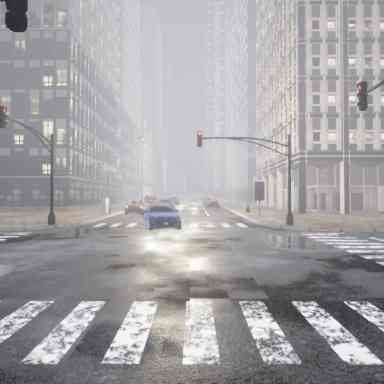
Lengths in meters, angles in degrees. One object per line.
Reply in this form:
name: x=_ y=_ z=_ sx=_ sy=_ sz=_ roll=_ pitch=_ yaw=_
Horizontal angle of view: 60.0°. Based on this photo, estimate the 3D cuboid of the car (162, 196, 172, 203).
car: x=-5.487 y=1.574 z=72.866 sx=1.887 sy=1.381 sz=4.507 roll=1 pitch=0 yaw=0

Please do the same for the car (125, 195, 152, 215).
car: x=-5.586 y=1.453 z=33.840 sx=1.967 sy=1.590 sz=4.097 roll=1 pitch=0 yaw=0

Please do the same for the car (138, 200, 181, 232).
car: x=-2.013 y=1.485 z=20.765 sx=1.882 sy=1.535 sz=5.008 roll=0 pitch=0 yaw=-14

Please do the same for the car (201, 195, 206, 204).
car: x=2.851 y=1.547 z=56.356 sx=1.752 sy=1.417 sz=4.829 roll=1 pitch=0 yaw=0

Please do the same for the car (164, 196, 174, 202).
car: x=-5.472 y=1.582 z=78.441 sx=2.008 sy=1.369 sz=4.403 roll=1 pitch=0 yaw=0

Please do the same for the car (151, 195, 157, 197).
car: x=-5.555 y=1.332 z=44.990 sx=2.192 sy=1.841 sz=5.009 roll=1 pitch=0 yaw=0

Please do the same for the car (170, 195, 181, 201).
car: x=-2.937 y=1.528 z=54.697 sx=1.837 sy=1.490 sz=4.892 roll=0 pitch=0 yaw=0

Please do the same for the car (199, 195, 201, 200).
car: x=2.864 y=1.590 z=61.763 sx=1.947 sy=1.339 sz=4.313 roll=1 pitch=0 yaw=0

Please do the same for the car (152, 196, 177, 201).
car: x=-3.000 y=1.519 z=37.661 sx=1.837 sy=1.490 sz=4.892 roll=0 pitch=0 yaw=0

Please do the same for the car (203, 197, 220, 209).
car: x=2.820 y=1.599 z=45.030 sx=1.802 sy=1.307 sz=4.206 roll=1 pitch=0 yaw=0

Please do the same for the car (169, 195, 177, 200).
car: x=-5.430 y=1.605 z=95.167 sx=1.947 sy=1.339 sz=4.313 roll=1 pitch=0 yaw=0

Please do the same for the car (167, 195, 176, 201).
car: x=-5.444 y=1.587 z=89.591 sx=2.008 sy=1.369 sz=4.403 roll=1 pitch=0 yaw=0

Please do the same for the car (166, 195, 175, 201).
car: x=-5.458 y=1.578 z=84.016 sx=1.887 sy=1.381 sz=4.507 roll=1 pitch=0 yaw=0
